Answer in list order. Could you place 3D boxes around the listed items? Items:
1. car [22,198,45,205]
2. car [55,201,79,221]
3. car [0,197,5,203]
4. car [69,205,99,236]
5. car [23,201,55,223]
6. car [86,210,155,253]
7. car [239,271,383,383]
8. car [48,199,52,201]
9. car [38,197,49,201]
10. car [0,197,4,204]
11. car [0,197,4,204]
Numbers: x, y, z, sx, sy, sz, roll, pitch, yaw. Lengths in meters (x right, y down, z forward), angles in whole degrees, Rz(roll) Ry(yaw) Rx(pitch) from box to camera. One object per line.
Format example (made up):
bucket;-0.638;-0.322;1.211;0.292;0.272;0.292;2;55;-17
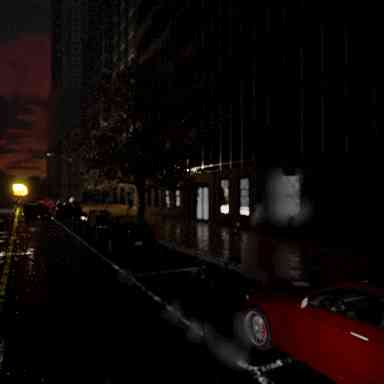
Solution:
car;-18.786;1.746;39.203;1.837;1.490;4.892;0;0;-27
car;-10.737;1.623;29.236;1.967;1.590;4.097;0;0;-27
car;-46.799;2.000;81.115;1.947;1.339;4.313;0;0;-27
car;-5.536;1.676;19.107;2.008;1.369;4.403;0;0;-27
car;-12.623;1.699;27.207;1.812;1.442;4.674;0;0;-27
car;-2.936;1.644;14.044;2.008;1.369;4.403;0;0;-27
car;2.265;1.606;3.916;1.802;1.307;4.206;0;0;-27
car;-13.337;1.652;34.299;1.967;1.590;4.097;0;0;-27
car;-23.738;1.863;54.554;1.887;1.381;4.507;0;0;-27
car;-38.998;1.953;65.923;1.802;1.307;4.206;0;0;-27
car;-44.198;1.958;76.051;1.887;1.381;4.507;0;0;-27
